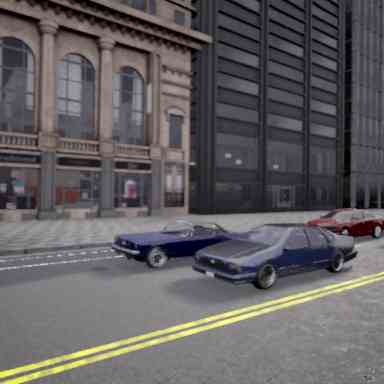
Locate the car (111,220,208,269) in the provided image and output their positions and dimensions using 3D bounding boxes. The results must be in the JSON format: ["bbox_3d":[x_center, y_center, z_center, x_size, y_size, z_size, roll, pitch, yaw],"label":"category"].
[{"bbox_3d":[-0.275,1.645,11.450,4.718,1.301,1.895,1,0,-35],"label":"car"}]

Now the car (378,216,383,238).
[{"bbox_3d":[10.965,1.536,15.371,4.553,1.767,2.097,1,0,-34],"label":"car"}]

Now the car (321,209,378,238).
[{"bbox_3d":[7.996,1.637,17.278,5.008,1.535,1.882,1,0,-35],"label":"car"}]

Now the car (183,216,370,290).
[{"bbox_3d":[2.606,1.615,9.504,5.357,1.411,2.033,1,0,-35],"label":"car"}]
